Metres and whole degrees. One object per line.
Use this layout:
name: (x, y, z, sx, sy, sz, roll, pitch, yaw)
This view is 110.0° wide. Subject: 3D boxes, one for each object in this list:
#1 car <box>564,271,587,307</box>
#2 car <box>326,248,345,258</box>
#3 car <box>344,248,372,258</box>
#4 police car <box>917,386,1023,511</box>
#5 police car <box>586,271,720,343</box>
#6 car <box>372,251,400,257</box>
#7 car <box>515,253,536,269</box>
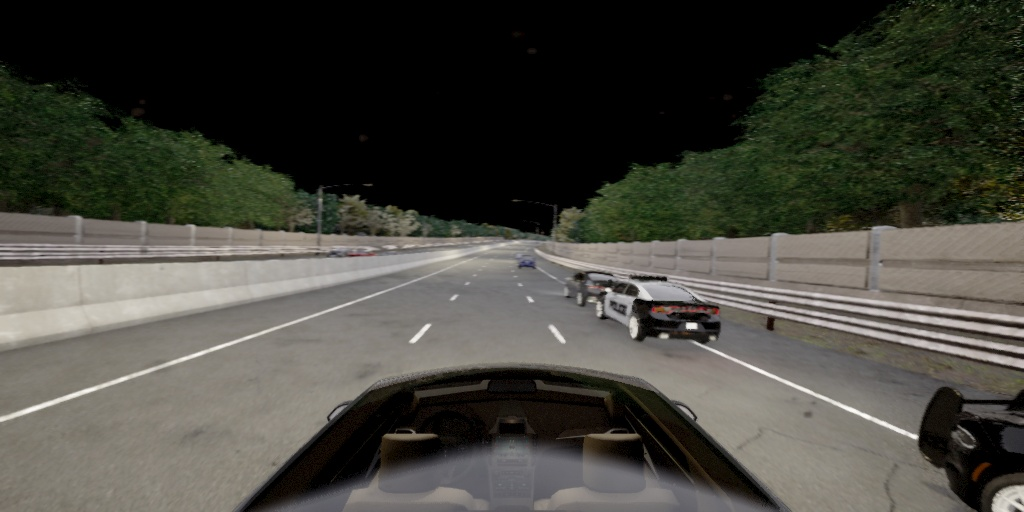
car: (3.681, 1.430, 16.556, 1.837, 1.490, 4.892, 3, 0, -3)
car: (-22.861, -0.395, 48.386, 2.033, 1.411, 5.357, 3, 2, 0)
car: (-19.349, -0.121, 46.264, 1.895, 1.301, 4.718, 3, 2, -1)
police car: (4.506, 1.370, 0.874, 1.930, 1.638, 5.238, 3, 0, -3)
police car: (3.964, 1.381, 10.744, 1.930, 1.638, 5.238, 3, 0, -3)
car: (-15.855, 0.040, 46.319, 1.895, 1.301, 4.718, 3, 2, -1)
car: (1.799, 0.649, 44.929, 2.097, 1.767, 4.553, 3, 1, -1)
